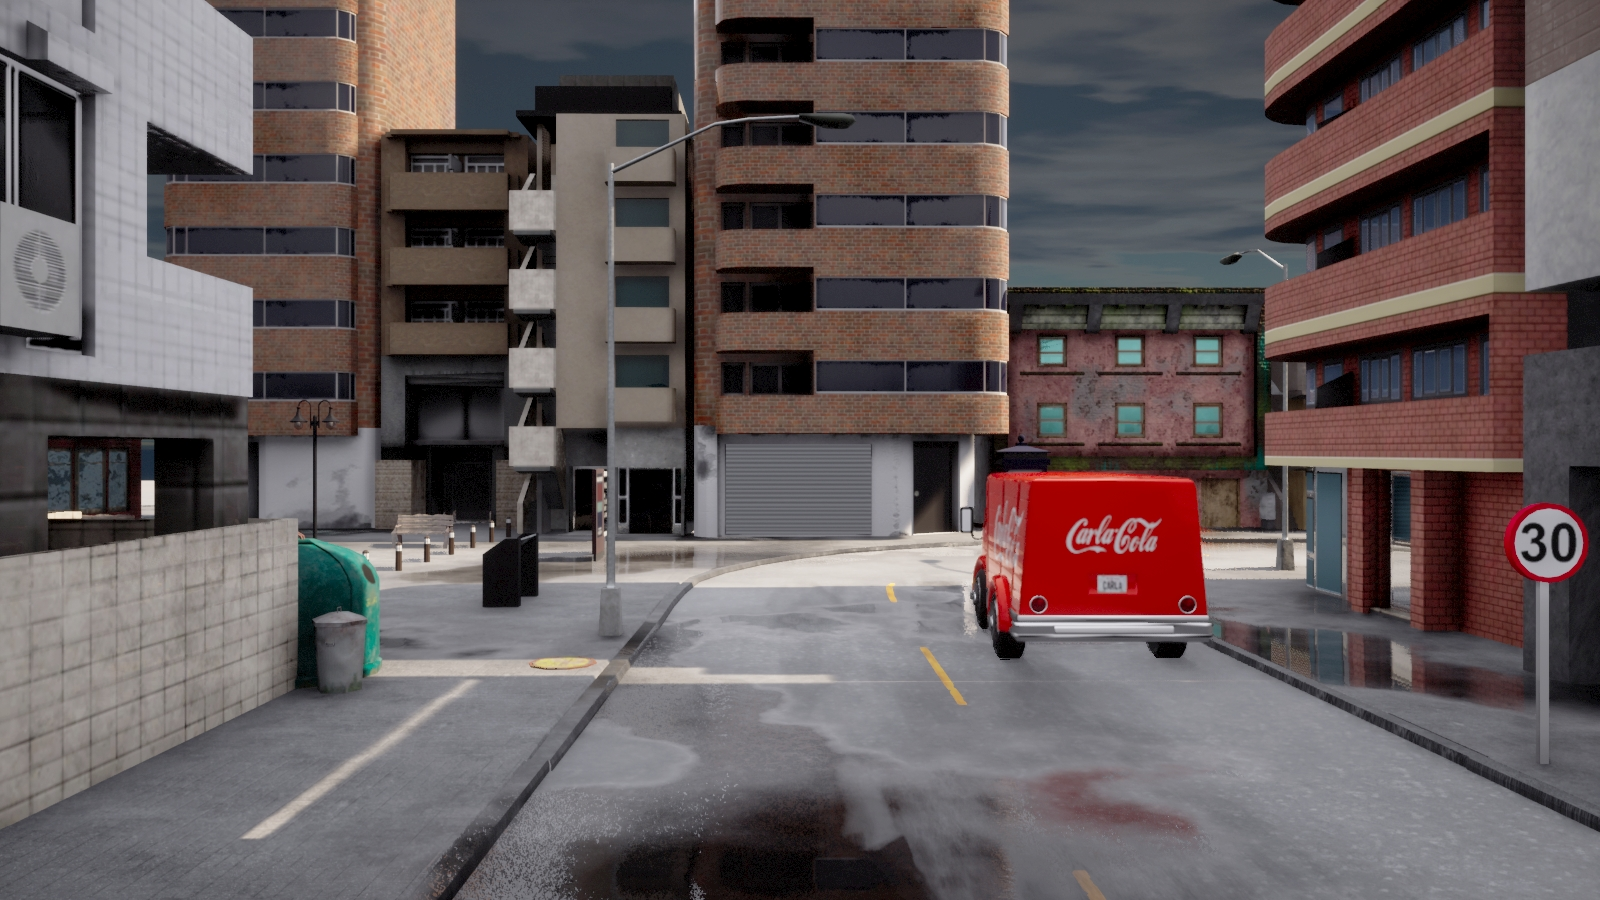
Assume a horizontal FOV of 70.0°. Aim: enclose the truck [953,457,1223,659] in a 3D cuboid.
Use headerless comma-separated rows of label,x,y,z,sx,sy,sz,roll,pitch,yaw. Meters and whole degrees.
truck,3.861,1.346,16.540,2.627,2.467,5.204,0,-1,0
